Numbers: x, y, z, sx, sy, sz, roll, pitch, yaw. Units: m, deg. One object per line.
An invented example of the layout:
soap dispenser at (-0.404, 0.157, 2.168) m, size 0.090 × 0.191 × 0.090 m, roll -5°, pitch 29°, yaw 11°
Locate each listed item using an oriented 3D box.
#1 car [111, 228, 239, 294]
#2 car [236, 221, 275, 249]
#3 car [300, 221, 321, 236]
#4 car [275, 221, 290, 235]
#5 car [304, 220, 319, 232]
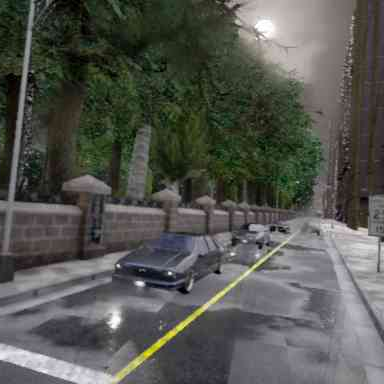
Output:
car at (-0.272, 1.953, 10.345) m, size 2.033 × 1.411 × 5.357 m, roll 3°, pitch -3°, yaw 21°
car at (3.865, 2.699, 21.250) m, size 1.812 × 1.442 × 4.674 m, roll 3°, pitch -2°, yaw 21°
car at (13.329, 4.043, 37.274) m, size 1.812 × 1.442 × 4.674 m, roll 3°, pitch -3°, yaw 23°
car at (9.444, 3.795, 35.864) m, size 1.895 × 1.301 × 4.718 m, roll 3°, pitch -3°, yaw 21°
car at (17.276, 4.842, 47.844) m, size 1.895 × 1.301 × 4.718 m, roll 3°, pitch -3°, yaw 21°
